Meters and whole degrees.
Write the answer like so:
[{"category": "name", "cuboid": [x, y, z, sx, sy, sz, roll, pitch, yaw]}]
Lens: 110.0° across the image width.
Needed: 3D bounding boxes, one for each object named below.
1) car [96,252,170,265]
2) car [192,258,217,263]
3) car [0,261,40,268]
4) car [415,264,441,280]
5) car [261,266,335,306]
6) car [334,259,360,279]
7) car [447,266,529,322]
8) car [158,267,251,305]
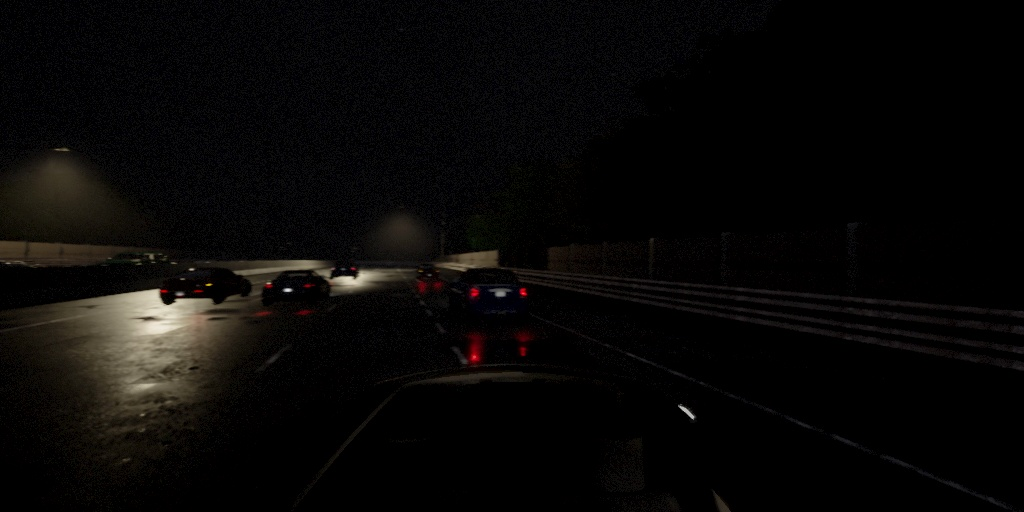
[{"category": "car", "cuboid": [-28.041, 0.724, 26.710, 2.150, 2.045, 5.566, 1, 0, -19]}, {"category": "car", "cuboid": [-37.561, 1.086, 43.878, 2.033, 1.411, 5.357, 1, -1, -19]}, {"category": "car", "cuboid": [-34.511, 0.963, 23.973, 1.895, 1.301, 4.718, 1, 0, -19]}, {"category": "car", "cuboid": [-7.824, 1.452, 33.100, 1.812, 1.442, 4.674, 1, 0, -19]}, {"category": "car", "cuboid": [-9.370, 1.310, 15.860, 1.994, 1.385, 4.181, 1, -1, -19]}, {"category": "car", "cuboid": [-14.998, 1.141, 32.443, 2.097, 1.767, 4.553, 1, -1, -19]}, {"category": "car", "cuboid": [-1.042, 1.215, 13.116, 2.097, 1.767, 4.553, 1, -1, -19]}, {"category": "car", "cuboid": [-12.892, 1.204, 15.317, 1.812, 1.442, 4.674, 1, -1, -19]}]
